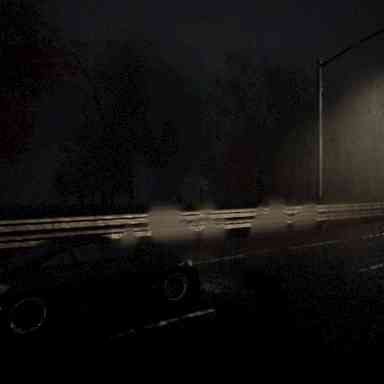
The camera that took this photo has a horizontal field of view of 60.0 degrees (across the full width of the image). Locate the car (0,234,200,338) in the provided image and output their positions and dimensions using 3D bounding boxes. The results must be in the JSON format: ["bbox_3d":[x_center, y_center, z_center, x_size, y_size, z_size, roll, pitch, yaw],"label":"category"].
[{"bbox_3d":[-1.905,1.550,6.651,4.181,1.385,1.994,0,0,-35],"label":"car"}]
